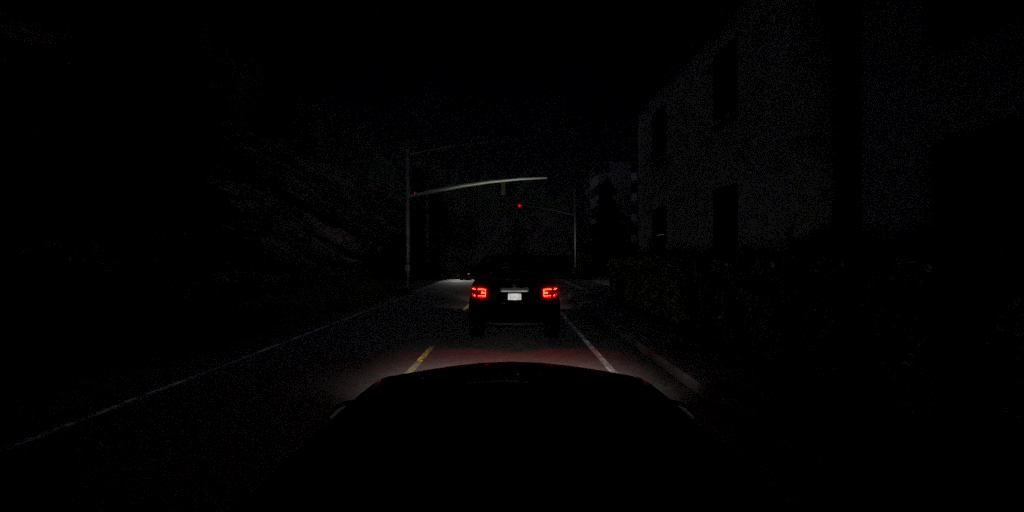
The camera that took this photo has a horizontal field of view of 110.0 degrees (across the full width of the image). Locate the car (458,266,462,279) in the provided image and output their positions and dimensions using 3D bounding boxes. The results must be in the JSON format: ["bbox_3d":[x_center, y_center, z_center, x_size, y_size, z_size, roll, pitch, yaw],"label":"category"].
[{"bbox_3d":[-3.640,1.256,32.361,1.837,1.490,4.892,0,0,0],"label":"car"}]

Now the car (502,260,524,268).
[{"bbox_3d":[0.171,1.351,63.327,1.895,1.301,4.718,0,0,28],"label":"car"}]

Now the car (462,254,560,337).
[{"bbox_3d":[0.063,0.971,10.403,2.150,2.045,5.566,0,0,0],"label":"car"}]

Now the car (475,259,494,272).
[{"bbox_3d":[-3.509,1.227,46.172,1.882,1.535,5.008,0,0,2],"label":"car"}]
